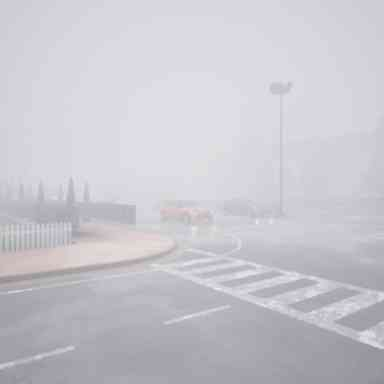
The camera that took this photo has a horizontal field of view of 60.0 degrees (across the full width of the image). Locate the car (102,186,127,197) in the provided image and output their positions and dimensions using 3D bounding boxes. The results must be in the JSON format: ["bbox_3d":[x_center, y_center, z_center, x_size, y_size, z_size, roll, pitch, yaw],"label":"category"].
[{"bbox_3d":[-12.012,0.409,51.078,2.033,1.411,5.357,0,5,-37],"label":"car"}]

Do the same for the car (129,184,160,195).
[{"bbox_3d":[-8.396,0.049,58.035,2.033,1.411,5.357,0,6,-37],"label":"car"}]

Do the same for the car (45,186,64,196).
[{"bbox_3d":[-21.573,-0.281,52.246,1.895,1.301,4.718,0,7,-37],"label":"car"}]

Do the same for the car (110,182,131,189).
[{"bbox_3d":[-14.659,-1.309,66.370,1.882,1.535,5.008,0,7,-37],"label":"car"}]

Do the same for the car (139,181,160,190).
[{"bbox_3d":[-9.061,-1.372,70.573,2.128,1.511,4.902,0,7,-37],"label":"car"}]

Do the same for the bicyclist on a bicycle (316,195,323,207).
[{"bbox_3d":[18.219,1.276,47.475,1.656,1.620,0.582,0,0,-37],"label":"bicyclist on a bicycle"}]

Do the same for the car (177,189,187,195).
[{"bbox_3d":[-3.068,0.051,62.597,1.895,1.301,4.718,0,7,-37],"label":"car"}]

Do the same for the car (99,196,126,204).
[{"bbox_3d":[-8.429,1.462,34.647,1.895,1.301,4.718,0,2,-37],"label":"car"}]

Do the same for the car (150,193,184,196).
[{"bbox_3d":[-2.476,1.352,38.386,1.882,1.535,5.008,0,2,-37],"label":"car"}]

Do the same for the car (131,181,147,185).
[{"bbox_3d":[-11.832,-1.467,68.434,2.097,1.767,4.553,0,7,-37],"label":"car"}]

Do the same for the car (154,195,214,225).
[{"bbox_3d":[-0.467,1.346,24.156,2.097,1.767,4.553,0,0,-37],"label":"car"}]

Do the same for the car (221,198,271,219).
[{"bbox_3d":[4.642,1.339,29.007,2.097,1.767,4.553,0,0,-37],"label":"car"}]

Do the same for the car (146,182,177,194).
[{"bbox_3d":[-5.593,-0.280,60.130,2.150,2.045,5.566,0,7,-37],"label":"car"}]
